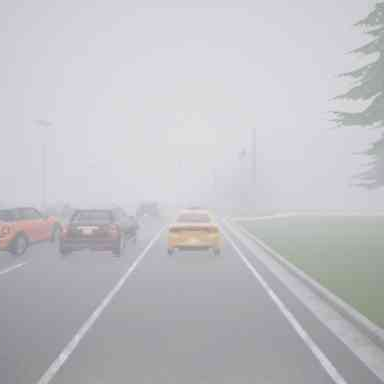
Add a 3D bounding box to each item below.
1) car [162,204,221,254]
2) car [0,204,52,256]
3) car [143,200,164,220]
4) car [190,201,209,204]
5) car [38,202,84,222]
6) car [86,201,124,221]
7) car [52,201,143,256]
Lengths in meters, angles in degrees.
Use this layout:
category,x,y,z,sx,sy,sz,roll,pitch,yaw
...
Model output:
category,x,y,z,sx,sy,sz,roll,pitch,yaw
car,0.066,1.451,13.368,1.882,1.535,5.008,0,0,0
car,-6.935,1.326,13.143,2.097,1.767,4.553,0,0,0
car,-3.444,1.452,27.440,1.837,1.490,4.892,0,1,0
car,0.636,1.470,27.741,1.812,1.442,4.674,0,0,12
car,-10.446,1.547,26.940,1.895,1.301,4.718,0,0,0
car,-6.944,1.511,27.067,1.994,1.385,4.181,0,0,0
car,-3.435,1.326,13.134,2.097,1.767,4.553,0,0,0
